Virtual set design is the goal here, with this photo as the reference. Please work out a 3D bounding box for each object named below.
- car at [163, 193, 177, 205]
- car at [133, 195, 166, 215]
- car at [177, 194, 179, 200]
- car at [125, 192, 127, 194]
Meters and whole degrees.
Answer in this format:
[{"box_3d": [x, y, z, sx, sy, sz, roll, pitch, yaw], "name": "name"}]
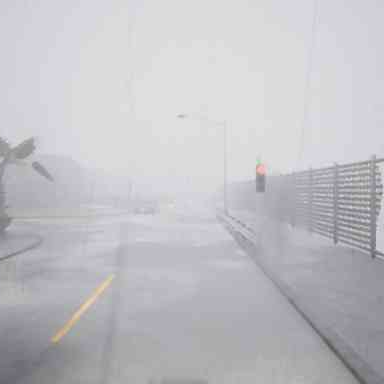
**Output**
[{"box_3d": [-4.026, 1.042, 52.840, 2.097, 1.767, 4.553, 0, 0, 0], "name": "car"}, {"box_3d": [-4.080, 1.379, 31.021, 2.128, 1.511, 4.902, 0, 1, 4], "name": "car"}, {"box_3d": [-4.041, 1.089, 78.318, 1.837, 1.490, 4.892, 0, 0, 0], "name": "car"}, {"box_3d": [-17.319, 0.716, 79.577, 3.633, 1.501, 1.845, 0, 0, 0], "name": "car"}]
